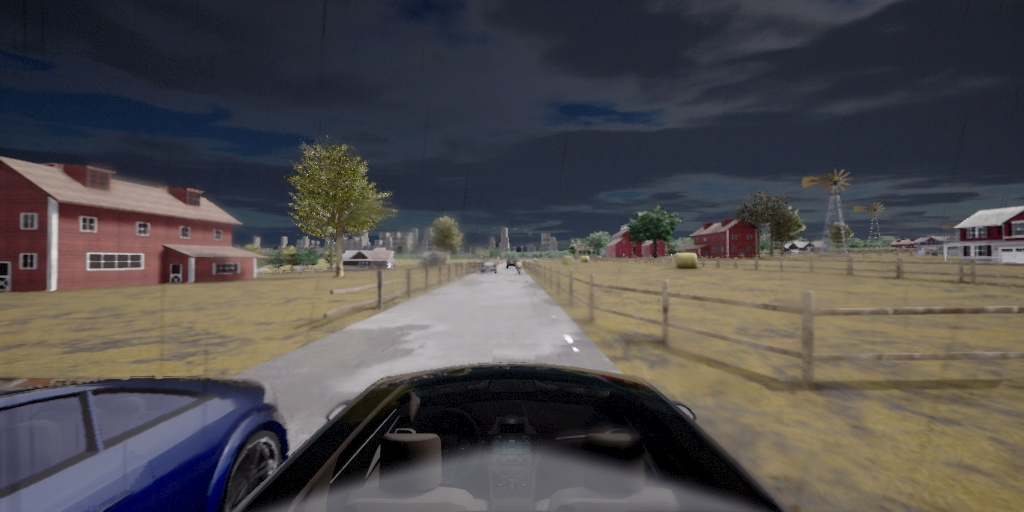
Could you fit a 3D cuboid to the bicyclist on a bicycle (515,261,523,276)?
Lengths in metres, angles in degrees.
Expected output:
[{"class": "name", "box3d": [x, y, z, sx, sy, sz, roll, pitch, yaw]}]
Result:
[{"class": "bicyclist on a bicycle", "box3d": [0.771, 1.312, 37.993, 0.866, 1.612, 1.509, 0, 0, 0]}]

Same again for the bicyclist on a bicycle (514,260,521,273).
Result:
[{"class": "bicyclist on a bicycle", "box3d": [0.758, 1.376, 46.608, 0.866, 1.612, 1.509, 0, 1, 0]}]

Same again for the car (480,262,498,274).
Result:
[{"class": "car", "box3d": [-2.829, 1.452, 44.901, 1.812, 1.442, 4.674, 0, -1, 0]}]

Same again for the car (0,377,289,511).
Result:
[{"class": "car", "box3d": [-2.850, 1.314, 1.269, 1.994, 1.385, 4.181, 0, 0, 0]}]
